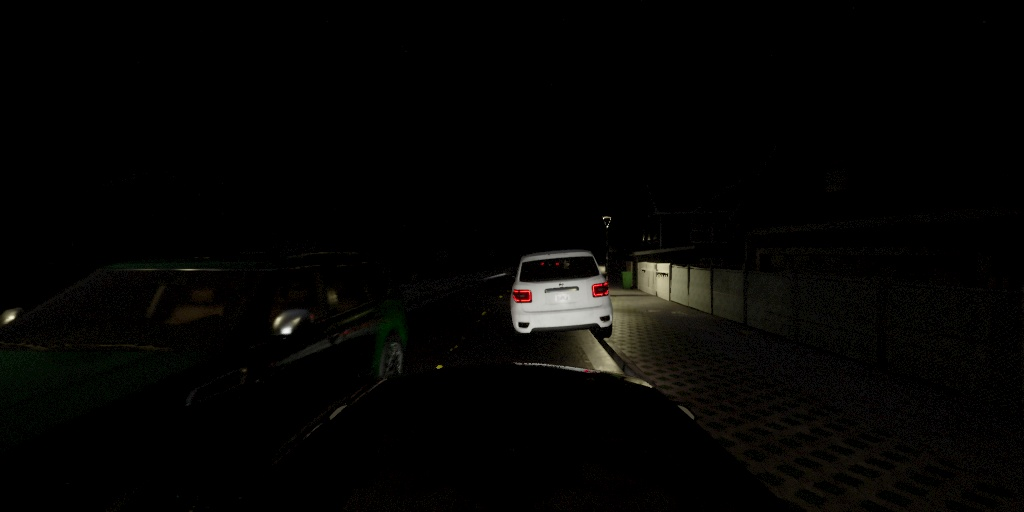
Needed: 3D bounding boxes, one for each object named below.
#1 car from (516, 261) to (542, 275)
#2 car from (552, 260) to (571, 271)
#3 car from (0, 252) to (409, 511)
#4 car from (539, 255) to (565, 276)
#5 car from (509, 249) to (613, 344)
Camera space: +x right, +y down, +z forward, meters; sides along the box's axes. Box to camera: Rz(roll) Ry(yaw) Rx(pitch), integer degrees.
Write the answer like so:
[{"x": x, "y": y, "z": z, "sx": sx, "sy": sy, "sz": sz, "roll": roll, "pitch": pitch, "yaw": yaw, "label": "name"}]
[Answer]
[{"x": 2.036, "y": 1.291, "z": 41.078, "sx": 2.033, "sy": 1.411, "sz": 5.357, "roll": 0, "pitch": 0, "yaw": 13, "label": "car"}, {"x": 6.846, "y": 1.283, "z": 48.950, "sx": 1.812, "sy": 1.442, "sz": 4.674, "roll": 0, "pitch": 0, "yaw": 17, "label": "car"}, {"x": -2.764, "y": 0.970, "z": 3.593, "sx": 2.150, "sy": 2.045, "sz": 5.566, "roll": 0, "pitch": 0, "yaw": 1, "label": "car"}, {"x": 4.354, "y": 0.973, "z": 38.556, "sx": 2.150, "sy": 2.045, "sz": 5.566, "roll": 0, "pitch": 0, "yaw": 13, "label": "car"}, {"x": 1.135, "y": 0.897, "z": 9.645, "sx": 2.150, "sy": 2.045, "sz": 5.566, "roll": -5, "pitch": 0, "yaw": 3, "label": "car"}]
